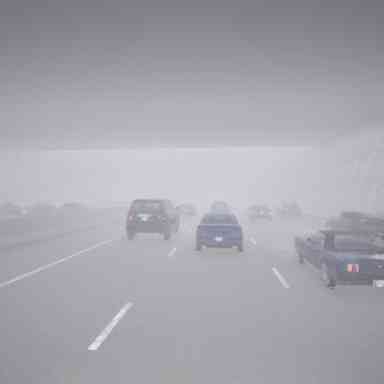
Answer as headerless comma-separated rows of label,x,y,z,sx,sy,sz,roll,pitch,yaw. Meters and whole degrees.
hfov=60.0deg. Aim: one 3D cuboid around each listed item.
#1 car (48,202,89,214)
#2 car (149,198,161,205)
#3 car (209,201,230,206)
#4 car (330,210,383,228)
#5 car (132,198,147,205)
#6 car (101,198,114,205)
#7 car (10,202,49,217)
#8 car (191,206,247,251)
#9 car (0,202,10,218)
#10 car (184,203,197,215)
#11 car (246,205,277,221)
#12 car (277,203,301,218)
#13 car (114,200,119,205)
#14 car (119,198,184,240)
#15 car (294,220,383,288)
car,-11.575,1.731,32.194,1.837,1.490,4.892,0,-1,5
car,-8.069,2.089,72.835,1.812,1.442,4.674,0,-1,5
car,2.901,1.673,34.956,2.097,1.767,4.553,0,-1,5
car,8.437,1.695,17.086,1.837,1.490,4.892,0,-1,5
car,-11.557,2.090,73.127,2.033,1.411,5.357,0,-1,5
car,-18.532,2.046,73.713,1.812,1.442,4.674,0,-1,5
car,-15.052,1.704,32.589,2.128,1.511,4.902,0,-1,5
car,1.221,1.614,14.818,1.882,1.535,5.008,0,0,5
car,-18.572,1.720,32.455,1.812,1.442,4.674,0,-1,5
car,-0.547,1.875,35.720,1.994,1.385,4.181,0,0,5
car,6.001,1.840,30.063,2.033,1.411,5.357,0,-1,5
car,9.869,1.841,34.290,2.128,1.511,4.902,0,0,5
car,-15.048,2.131,73.389,1.895,1.301,4.718,0,-1,5
car,-1.998,1.373,18.254,2.150,2.045,5.566,0,0,5
car,4.271,1.705,9.414,1.895,1.301,4.718,0,0,5
